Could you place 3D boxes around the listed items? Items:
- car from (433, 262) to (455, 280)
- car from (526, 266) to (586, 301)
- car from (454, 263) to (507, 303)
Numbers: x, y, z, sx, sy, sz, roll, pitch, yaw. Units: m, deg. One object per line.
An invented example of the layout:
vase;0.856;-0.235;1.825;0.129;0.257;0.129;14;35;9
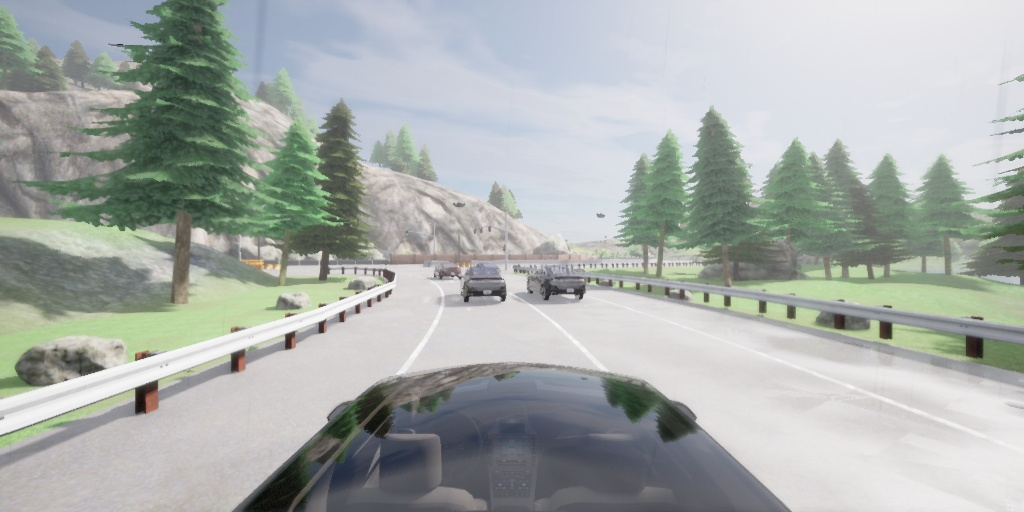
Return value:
car;-5.675;1.280;31.487;1.812;1.442;4.674;0;0;-21
car;2.004;1.242;17.433;2.128;1.511;4.902;0;0;-11
car;-1.435;1.242;16.782;2.128;1.511;4.902;0;0;-11
